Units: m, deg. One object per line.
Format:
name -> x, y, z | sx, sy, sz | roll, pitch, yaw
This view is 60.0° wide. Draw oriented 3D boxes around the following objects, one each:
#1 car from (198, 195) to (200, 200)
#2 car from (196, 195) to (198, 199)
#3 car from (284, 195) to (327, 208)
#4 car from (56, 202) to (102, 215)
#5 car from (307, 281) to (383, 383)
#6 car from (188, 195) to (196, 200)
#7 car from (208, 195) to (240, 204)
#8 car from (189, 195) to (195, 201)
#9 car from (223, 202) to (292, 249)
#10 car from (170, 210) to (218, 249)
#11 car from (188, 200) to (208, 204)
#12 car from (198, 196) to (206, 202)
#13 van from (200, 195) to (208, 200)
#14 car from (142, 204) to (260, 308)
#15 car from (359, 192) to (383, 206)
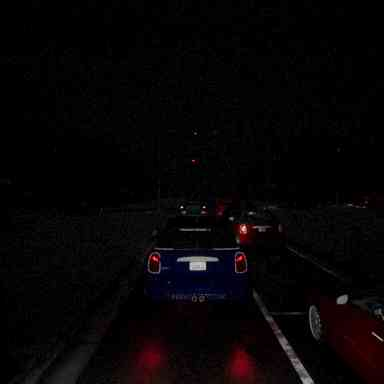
car -> 2.602, 1.365, 56.930 | 2.192, 1.841, 5.009 | -1, 0, 0
car -> 2.597, 1.653, 78.555 | 2.008, 1.369, 4.403 | -1, 0, 0
car -> 13.555, 1.132, 39.866 | 4.892, 1.490, 1.837 | -1, 1, 0
car -> -12.476, 1.826, 36.895 | 4.902, 1.511, 2.128 | -2, 1, 1
car -> 2.628, 1.581, 3.553 | 1.802, 1.307, 4.206 | -1, 0, 0
car -> -0.031, 1.636, 81.652 | 2.128, 1.511, 4.902 | 0, 0, 0
car -> 2.616, 1.323, 25.162 | 2.192, 1.841, 5.009 | -1, 0, 0
car -> -0.035, 1.668, 92.052 | 1.812, 1.442, 4.674 | 0, 0, 0
car -> 2.622, 1.441, 14.358 | 1.967, 1.590, 4.097 | -1, 0, 0
car -> 0.088, 1.602, 15.441 | 1.895, 1.301, 4.718 | 0, 0, 0
car -> 0.092, 1.572, 25.453 | 1.994, 1.385, 4.181 | 0, 0, -1
car -> 2.595, 1.663, 83.962 | 1.887, 1.381, 4.507 | -1, 0, 0
van -> 2.605, 1.381, 51.524 | 1.690, 1.788, 3.998 | -1, 0, 0
car -> 0.066, 1.352, 8.106 | 2.097, 1.767, 4.553 | 0, 0, -1
car -> 22.507, 0.764, 39.871 | 4.553, 1.767, 2.097 | -1, 1, 0
